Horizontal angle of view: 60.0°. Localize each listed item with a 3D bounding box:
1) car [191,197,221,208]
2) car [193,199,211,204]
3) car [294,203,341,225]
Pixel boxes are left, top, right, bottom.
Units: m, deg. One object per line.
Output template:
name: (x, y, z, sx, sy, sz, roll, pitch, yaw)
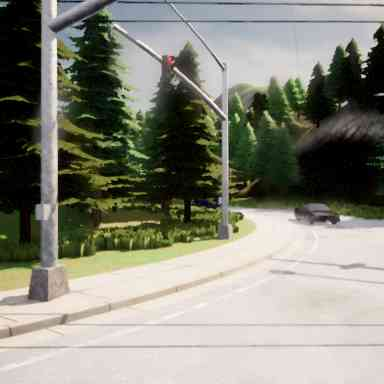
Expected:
car: (2.036, 1.487, 50.039, 1.837, 1.490, 4.892, 0, 0, -37)
car: (2.569, 1.208, 43.166, 2.150, 2.045, 5.566, 0, 0, -33)
car: (9.026, 1.536, 24.506, 2.033, 1.411, 5.357, 0, 0, 2)
